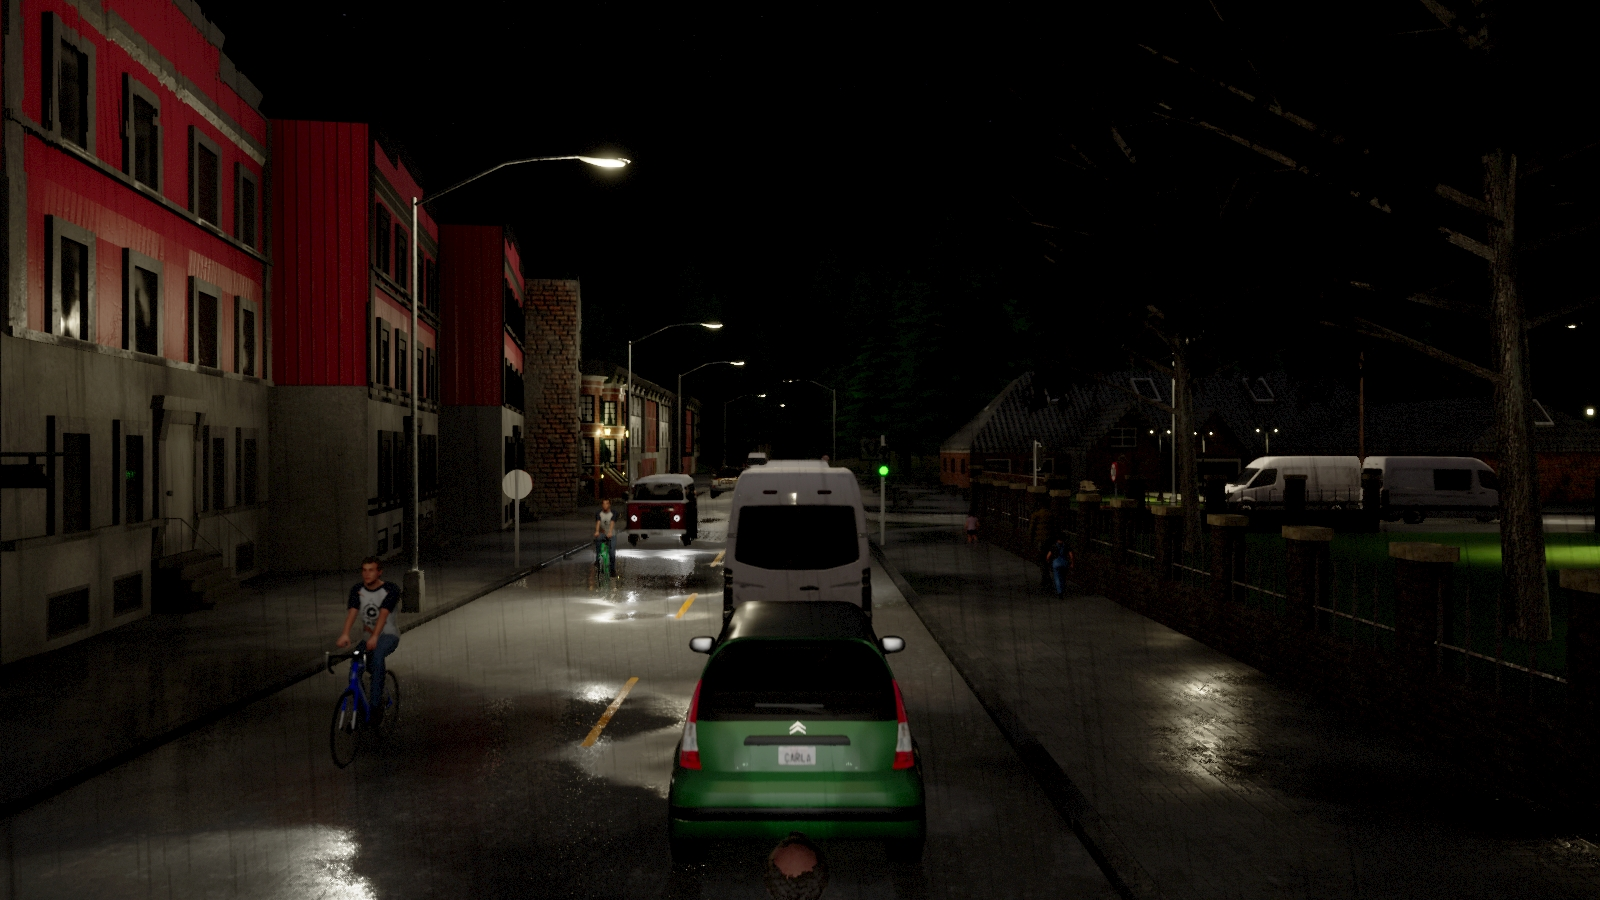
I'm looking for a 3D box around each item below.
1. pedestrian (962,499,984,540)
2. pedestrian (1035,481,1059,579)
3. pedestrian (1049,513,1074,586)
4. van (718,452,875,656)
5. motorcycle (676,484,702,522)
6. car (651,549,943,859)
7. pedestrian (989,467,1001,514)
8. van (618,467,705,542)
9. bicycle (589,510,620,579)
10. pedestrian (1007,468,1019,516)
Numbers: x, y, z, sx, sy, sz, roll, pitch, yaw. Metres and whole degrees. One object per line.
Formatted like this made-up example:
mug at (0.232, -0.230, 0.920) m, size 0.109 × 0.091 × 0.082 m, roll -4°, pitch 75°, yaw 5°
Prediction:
pedestrian at (4.742, 1.904, 31.340) m, size 0.500 × 1.100 × 0.500 m, roll 0°, pitch 0°, yaw 0°
pedestrian at (4.751, 1.525, 22.014) m, size 0.375 × 1.860 × 0.375 m, roll 0°, pitch 0°, yaw 0°
pedestrian at (4.761, 1.805, 20.800) m, size 0.375 × 1.300 × 0.375 m, roll 0°, pitch 0°, yaw 0°
van at (-0.054, 1.315, 17.428) m, size 1.988 × 2.561 × 5.915 m, roll 0°, pitch 0°, yaw 0°
motorcycle at (-4.107, 1.950, 42.383) m, size 0.764 × 1.277 × 2.356 m, roll 0°, pitch 0°, yaw 0°
car at (-0.024, 1.780, 9.229) m, size 1.851 × 1.617 × 3.988 m, roll 0°, pitch 0°, yaw 0°
pedestrian at (7.854, 1.629, 45.968) m, size 0.375 × 1.860 × 0.375 m, roll 0°, pitch 0°, yaw -5°
van at (-4.081, 1.563, 34.387) m, size 2.069 × 2.038 × 4.480 m, roll 0°, pitch 0°, yaw 0°
bicycle at (-4.056, 1.936, 23.796) m, size 0.373 × 1.296 × 1.643 m, roll 0°, pitch 0°, yaw 0°
pedestrian at (8.224, 1.629, 44.190) m, size 0.375 × 1.860 × 0.375 m, roll 0°, pitch 0°, yaw -2°
